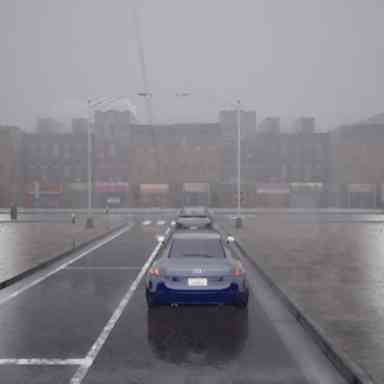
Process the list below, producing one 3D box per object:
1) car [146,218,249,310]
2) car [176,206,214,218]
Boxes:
[{"bbox_3d":[0.098,1.556,7.875,1.994,1.385,4.181,0,0,0],"label":"car"},{"bbox_3d":[0.153,1.474,17.856,2.128,1.511,4.902,0,0,2],"label":"car"}]
